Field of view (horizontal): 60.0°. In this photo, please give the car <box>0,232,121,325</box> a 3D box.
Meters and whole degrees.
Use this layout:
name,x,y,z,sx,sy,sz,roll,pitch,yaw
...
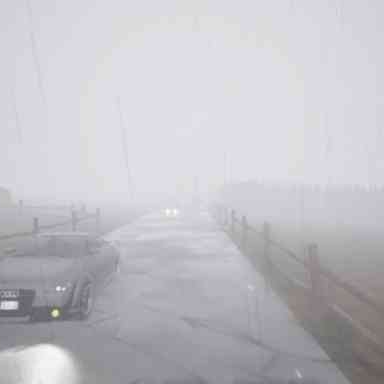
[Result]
name,x,y,z,sx,sy,sz,roll,pitch,yaw
car,-2.855,1.592,7.194,1.994,1.385,4.181,0,0,0

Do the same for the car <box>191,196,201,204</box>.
name,x,y,z,sx,sy,sz,roll,pitch,yaw
car,0.787,1.591,68.777,1.837,1.490,4.892,0,0,0

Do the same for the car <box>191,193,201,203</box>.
name,x,y,z,sx,sy,sz,roll,pitch,yaw
car,0.781,1.301,74.807,2.150,2.045,5.566,0,0,0

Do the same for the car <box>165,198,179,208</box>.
name,x,y,z,sx,sy,sz,roll,pitch,yaw
car,-2.856,1.586,48.460,2.128,1.511,4.902,0,0,0

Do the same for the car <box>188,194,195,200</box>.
name,x,y,z,sx,sy,sz,roll,pitch,yaw
car,-0.050,1.393,93.076,1.882,1.535,5.008,0,0,0

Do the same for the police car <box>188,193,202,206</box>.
name,x,y,z,sx,sy,sz,roll,pitch,yaw
police car,0.792,1.519,58.888,1.930,1.638,5.238,0,0,0
